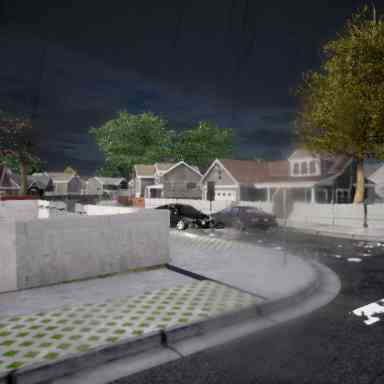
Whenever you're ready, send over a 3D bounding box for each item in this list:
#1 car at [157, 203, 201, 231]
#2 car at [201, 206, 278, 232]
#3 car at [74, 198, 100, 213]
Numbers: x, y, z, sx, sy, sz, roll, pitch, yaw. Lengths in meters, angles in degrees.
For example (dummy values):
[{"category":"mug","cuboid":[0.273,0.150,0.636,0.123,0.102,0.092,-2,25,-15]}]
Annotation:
[{"category":"car","cuboid":[-0.734,1.487,20.614,1.837,1.490,4.892,0,0,-35]},{"category":"car","cuboid":[2.858,1.547,20.129,2.033,1.411,5.357,0,0,-27]},{"category":"car","cuboid":[-11.368,1.481,36.038,1.837,1.490,4.892,0,0,-33]}]
